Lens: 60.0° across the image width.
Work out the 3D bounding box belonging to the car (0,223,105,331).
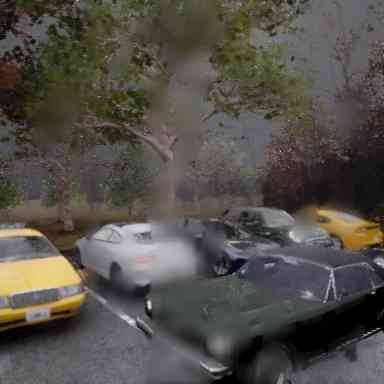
[{"bbox_3d":[-3.827,1.477,7.103,1.946,1.575,5.366,0,0,-35],"label":"car"}]

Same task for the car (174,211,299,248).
[{"bbox_3d":[0.593,1.509,10.448,2.163,1.488,4.792,0,0,-35],"label":"car"}]

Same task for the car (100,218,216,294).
[{"bbox_3d":[-1.678,1.520,8.860,2.002,1.452,4.674,0,0,-35],"label":"car"}]

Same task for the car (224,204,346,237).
[{"bbox_3d":[2.711,1.353,12.034,2.185,1.767,4.553,0,0,-36],"label":"car"}]

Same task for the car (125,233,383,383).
[{"bbox_3d":[1.598,1.600,5.108,4.718,1.301,1.895,0,0,-35],"label":"car"}]

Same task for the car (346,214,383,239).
[{"bbox_3d":[4.988,1.478,13.614,2.097,1.535,5.008,0,0,-36],"label":"car"}]
